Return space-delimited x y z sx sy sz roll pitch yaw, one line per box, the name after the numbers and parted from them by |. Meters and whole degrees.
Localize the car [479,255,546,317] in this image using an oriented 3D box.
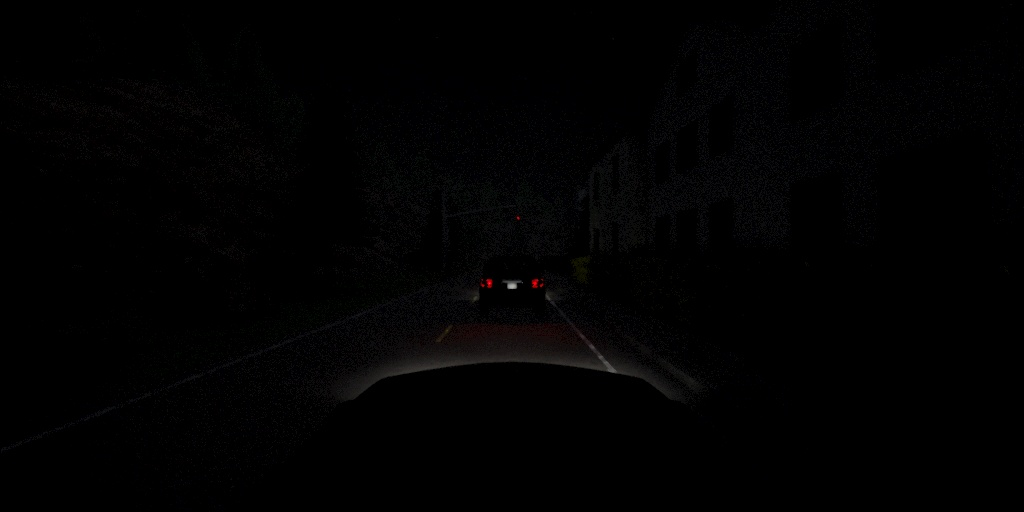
0.031 0.995 13.470 2.150 2.045 5.566 0 0 1 | car
